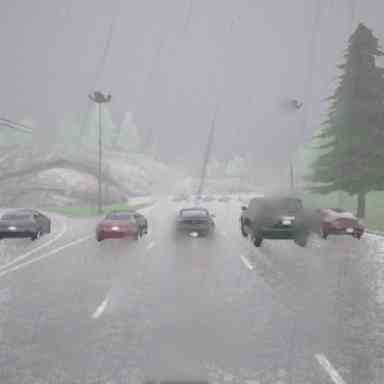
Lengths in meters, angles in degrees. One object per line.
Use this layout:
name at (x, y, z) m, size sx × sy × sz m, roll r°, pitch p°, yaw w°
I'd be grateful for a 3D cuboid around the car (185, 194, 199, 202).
car at (0.028, 1.613, 76.637) m, size 1.812 × 1.442 × 4.674 m, roll 0°, pitch 0°, yaw 2°

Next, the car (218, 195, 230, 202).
car at (7.016, 1.640, 75.880) m, size 1.994 × 1.385 × 4.181 m, roll 0°, pitch 0°, yaw 2°

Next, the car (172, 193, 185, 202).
car at (-3.477, 1.627, 76.249) m, size 2.033 × 1.411 × 5.357 m, roll 0°, pitch 0°, yaw 2°

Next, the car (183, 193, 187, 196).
car at (-2.127, 1.322, 86.657) m, size 2.150 × 2.045 × 5.566 m, roll 0°, pitch 0°, yaw 17°

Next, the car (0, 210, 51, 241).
car at (-8.450, 1.584, 16.778) m, size 1.994 × 1.385 × 4.181 m, roll 0°, pitch 0°, yaw -13°

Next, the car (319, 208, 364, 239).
car at (7.086, 1.546, 17.250) m, size 1.812 × 1.442 × 4.674 m, roll 0°, pitch 0°, yaw 0°

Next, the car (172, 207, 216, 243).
car at (0.098, 1.524, 16.299) m, size 1.837 × 1.490 × 4.892 m, roll 0°, pitch 0°, yaw 0°

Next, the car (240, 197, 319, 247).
car at (3.599, 1.239, 15.268) m, size 2.150 × 2.045 × 5.566 m, roll 0°, pitch 0°, yaw 0°

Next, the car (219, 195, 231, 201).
car at (8.482, 1.593, 85.742) m, size 2.033 × 1.411 × 5.357 m, roll 0°, pitch 0°, yaw 17°

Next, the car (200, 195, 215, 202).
car at (3.510, 1.625, 75.436) m, size 2.033 × 1.411 × 5.357 m, roll 0°, pitch 0°, yaw 2°

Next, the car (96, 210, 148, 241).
car at (-3.403, 1.584, 16.777) m, size 1.994 × 1.385 × 4.181 m, roll 0°, pitch 0°, yaw 0°
